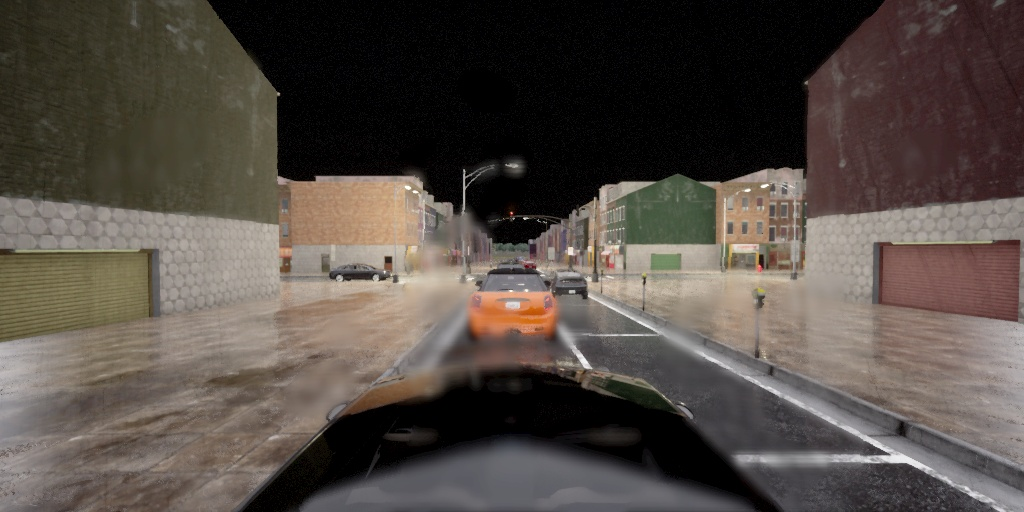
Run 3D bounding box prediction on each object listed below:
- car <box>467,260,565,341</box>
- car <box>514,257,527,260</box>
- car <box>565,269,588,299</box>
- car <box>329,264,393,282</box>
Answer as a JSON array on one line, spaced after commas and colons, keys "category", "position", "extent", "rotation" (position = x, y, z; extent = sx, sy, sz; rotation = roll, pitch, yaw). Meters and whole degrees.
[{"category": "car", "position": [0.037, 1.100, 9.973], "extent": [2.097, 1.767, 4.553], "rotation": [0, 0, 0]}, {"category": "car", "position": [-0.064, 1.099, 19.864], "extent": [2.097, 1.767, 4.553], "rotation": [0, 0, 0]}, {"category": "car", "position": [2.581, 1.297, 17.546], "extent": [2.007, 1.370, 4.403], "rotation": [0, 0, 0]}, {"category": "car", "position": [-12.336, 1.366, 29.421], "extent": [4.892, 1.490, 1.837], "rotation": [0, 1, -2]}]
